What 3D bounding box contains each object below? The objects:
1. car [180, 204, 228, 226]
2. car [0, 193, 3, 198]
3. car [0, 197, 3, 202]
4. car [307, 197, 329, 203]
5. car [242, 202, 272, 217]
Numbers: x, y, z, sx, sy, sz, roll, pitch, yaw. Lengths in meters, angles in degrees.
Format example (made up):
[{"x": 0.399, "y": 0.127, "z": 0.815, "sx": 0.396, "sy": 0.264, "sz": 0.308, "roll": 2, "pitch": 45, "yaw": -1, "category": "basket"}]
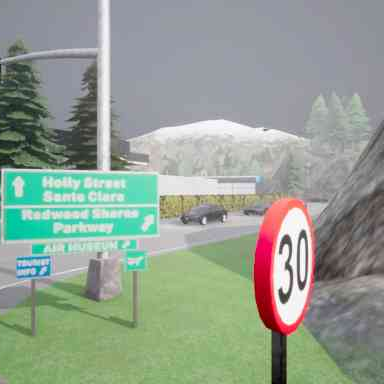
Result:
[{"x": 1.040, "y": 1.696, "z": 25.952, "sx": 1.837, "sy": 1.490, "sz": 4.892, "roll": 0, "pitch": 0, "yaw": 36, "category": "car"}, {"x": -38.583, "y": 1.489, "z": 70.017, "sx": 4.514, "sy": 1.523, "sz": 2.007, "roll": 0, "pitch": 0, "yaw": 35, "category": "car"}, {"x": -12.386, "y": 1.504, "z": 26.071, "sx": 1.905, "sy": 1.878, "sz": 3.866, "roll": 0, "pitch": 0, "yaw": 35, "category": "car"}, {"x": 28.269, "y": 1.787, "z": 74.912, "sx": 1.895, "sy": 1.301, "sz": 4.718, "roll": 0, "pitch": 0, "yaw": -42, "category": "car"}, {"x": 7.189, "y": 1.739, "z": 34.398, "sx": 2.033, "sy": 1.411, "sz": 5.357, "roll": 0, "pitch": 0, "yaw": 36, "category": "car"}]
